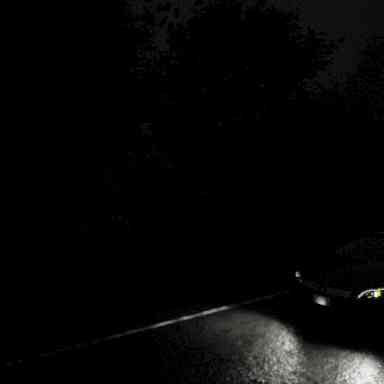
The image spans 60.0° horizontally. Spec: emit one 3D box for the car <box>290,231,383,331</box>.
[{"bbox_3d":[4.036,1.570,6.859,4.674,1.442,1.812,1,-1,-36],"label":"car"}]
